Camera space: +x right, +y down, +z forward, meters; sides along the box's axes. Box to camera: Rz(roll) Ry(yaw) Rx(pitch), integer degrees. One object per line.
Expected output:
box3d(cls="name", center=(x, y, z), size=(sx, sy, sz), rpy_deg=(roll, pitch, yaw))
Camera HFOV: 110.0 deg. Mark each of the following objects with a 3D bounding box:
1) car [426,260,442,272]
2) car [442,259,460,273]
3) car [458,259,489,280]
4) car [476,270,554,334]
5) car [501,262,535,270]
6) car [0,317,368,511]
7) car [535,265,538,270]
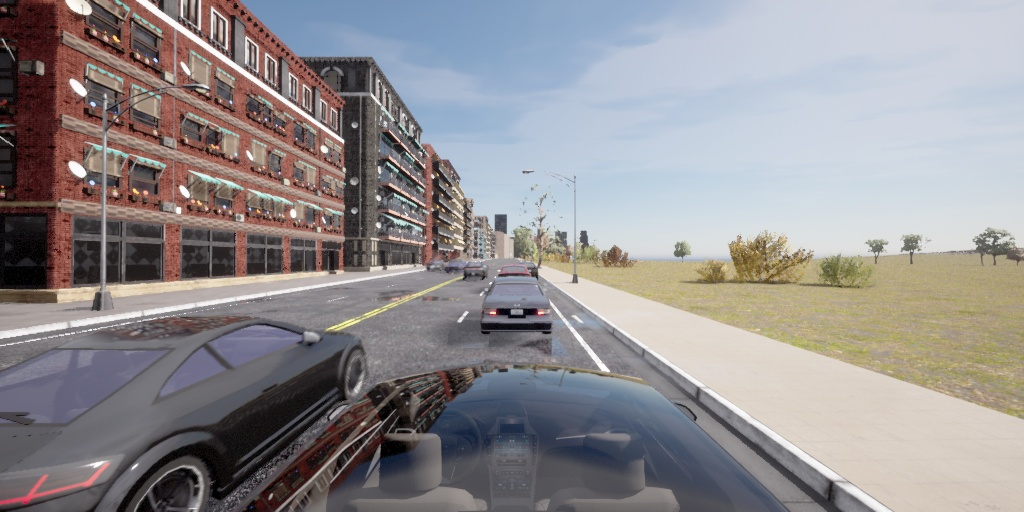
box3d(cls="car", center=(-9.764, 1.244, 46.356), size=(2.128, 1.511, 4.902), rpy_deg=(0, 0, 0))
box3d(cls="car", center=(-6.523, 1.105, 42.339), size=(2.097, 1.767, 4.553), rpy_deg=(0, 0, 0))
box3d(cls="car", center=(-3.094, 1.243, 31.331), size=(2.128, 1.511, 4.902), rpy_deg=(0, 0, 0))
box3d(cls="car", center=(0.115, 1.299, 10.545), size=(2.033, 1.411, 5.357), rpy_deg=(0, 0, 0))
box3d(cls="car", center=(0.139, 1.230, 21.085), size=(1.882, 1.535, 5.008), rpy_deg=(0, 0, 0))
box3d(cls="car", center=(-3.151, 1.314, 3.718), size=(1.994, 1.385, 4.181), rpy_deg=(0, 0, 0))
box3d(cls="car", center=(1.192, 1.231, 30.522), size=(1.882, 1.535, 5.008), rpy_deg=(0, 0, 0))
